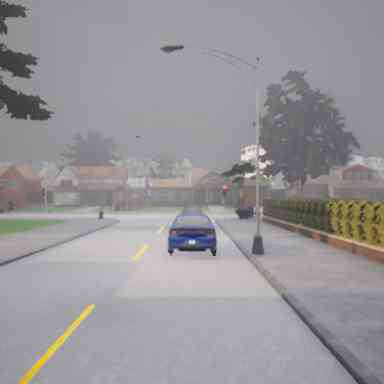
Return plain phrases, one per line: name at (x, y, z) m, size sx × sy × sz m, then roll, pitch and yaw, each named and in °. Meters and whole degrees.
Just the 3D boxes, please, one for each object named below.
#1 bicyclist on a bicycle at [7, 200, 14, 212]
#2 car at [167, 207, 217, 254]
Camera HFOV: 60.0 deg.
bicyclist on a bicycle at (-24.173, 1.851, 44.238) m, size 0.582 × 1.620 × 1.656 m, roll 0°, pitch 0°, yaw 0°
car at (0.021, 1.640, 14.230) m, size 1.882 × 1.535 × 5.008 m, roll 0°, pitch 0°, yaw 0°
